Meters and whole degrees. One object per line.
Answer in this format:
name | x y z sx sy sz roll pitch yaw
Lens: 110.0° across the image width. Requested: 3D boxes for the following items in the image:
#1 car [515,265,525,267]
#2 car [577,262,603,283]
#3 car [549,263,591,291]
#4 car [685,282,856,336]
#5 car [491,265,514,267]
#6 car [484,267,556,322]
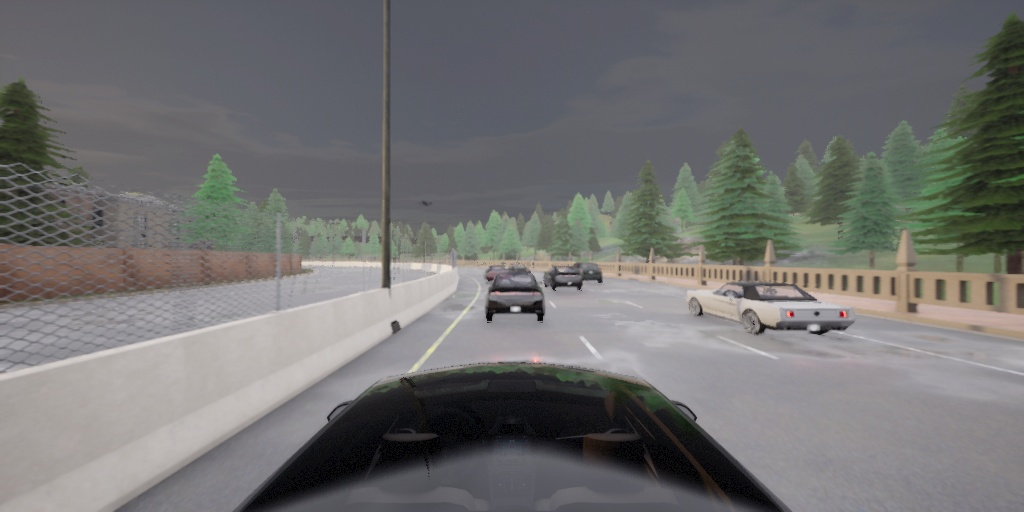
car | 0.491 1.609 39.901 1.895 1.301 4.718 0 0 -13
car | 5.867 1.294 30.056 2.097 1.767 4.553 0 0 -8
car | 3.151 1.385 23.022 2.128 1.511 4.902 0 0 -4
car | 7.097 1.412 10.654 1.895 1.301 4.718 0 0 0
car | -1.347 1.512 31.049 1.994 1.385 4.181 0 0 -9
car | 0.086 1.315 12.622 2.128 1.511 4.902 0 0 0
